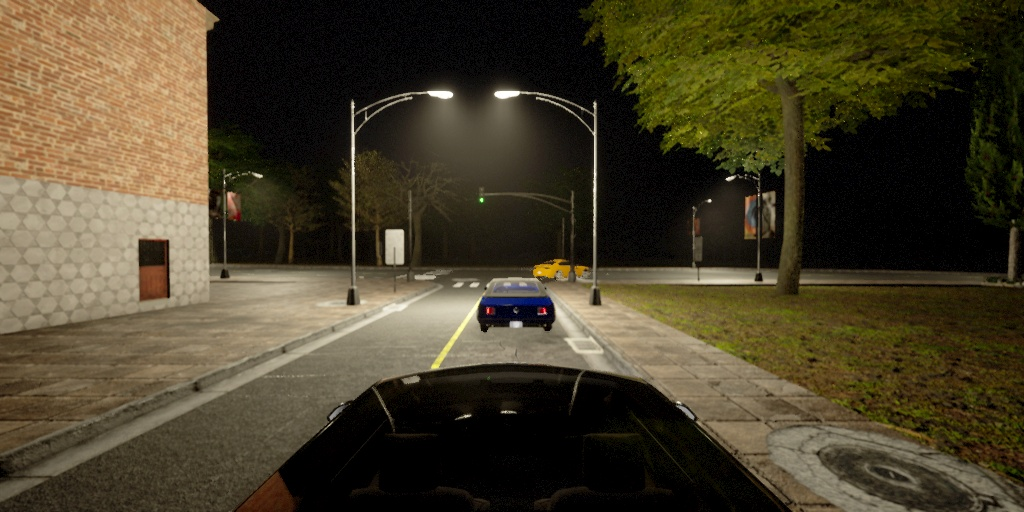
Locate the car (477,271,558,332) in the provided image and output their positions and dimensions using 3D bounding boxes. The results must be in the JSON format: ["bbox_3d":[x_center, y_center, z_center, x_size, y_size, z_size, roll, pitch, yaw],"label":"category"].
[{"bbox_3d":[0.104,1.296,10.568,1.895,1.301,4.718,0,0,0],"label":"car"}]

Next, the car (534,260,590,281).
[{"bbox_3d":[3.914,1.041,27.533,5.008,1.535,1.882,-1,-1,-39],"label":"car"}]
